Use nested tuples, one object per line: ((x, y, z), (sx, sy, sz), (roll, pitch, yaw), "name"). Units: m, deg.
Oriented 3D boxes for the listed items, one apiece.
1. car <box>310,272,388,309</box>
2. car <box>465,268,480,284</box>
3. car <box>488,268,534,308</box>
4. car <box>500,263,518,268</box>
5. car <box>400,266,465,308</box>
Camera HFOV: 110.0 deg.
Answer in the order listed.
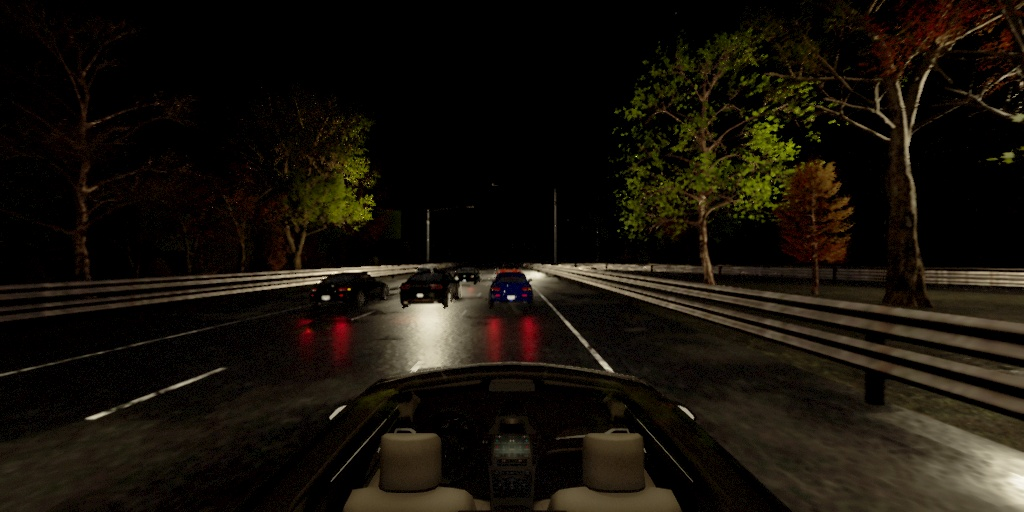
((-7.040, 1.426, 15.866), (1.812, 1.442, 4.674), (0, 0, 0), "car")
((-3.746, 1.662, 30.291), (1.895, 1.301, 4.718), (0, -1, -1), "car")
((-0.040, 1.427, 15.920), (1.812, 1.442, 4.674), (0, 0, 0), "car")
((-0.249, 1.415, 30.528), (2.097, 1.767, 4.553), (0, -1, -1), "car")
((-3.542, 1.382, 16.231), (1.882, 1.535, 5.008), (0, 0, 0), "car")
